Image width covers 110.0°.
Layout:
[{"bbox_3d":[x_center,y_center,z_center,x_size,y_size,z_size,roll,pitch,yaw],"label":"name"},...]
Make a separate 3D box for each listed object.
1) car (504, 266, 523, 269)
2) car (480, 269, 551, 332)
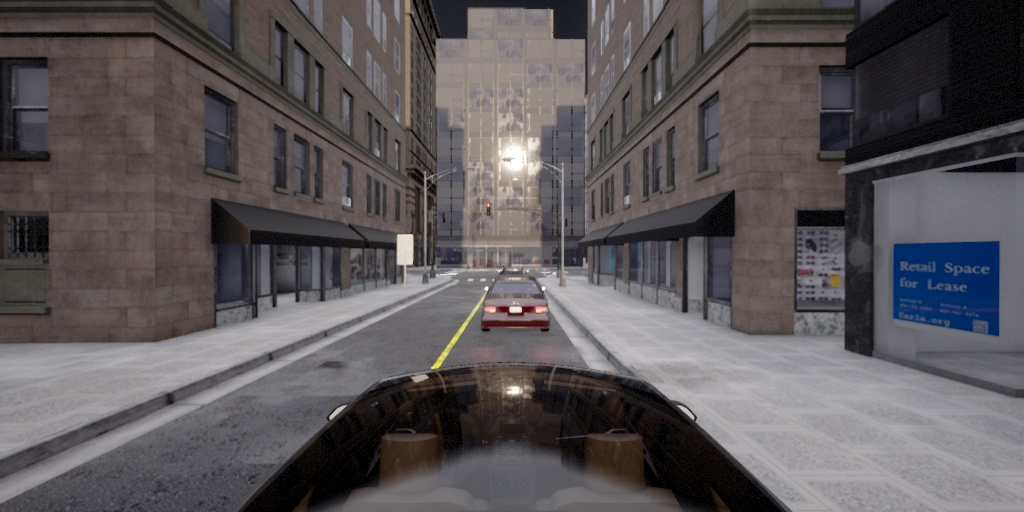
[{"bbox_3d":[0.089,1.306,21.515,1.994,1.385,4.181,0,0,0],"label":"car"},{"bbox_3d":[0.096,1.295,10.849,2.033,1.411,5.357,0,0,0],"label":"car"}]
